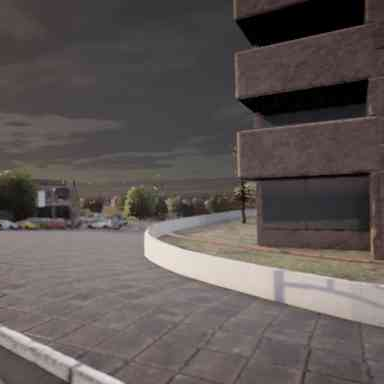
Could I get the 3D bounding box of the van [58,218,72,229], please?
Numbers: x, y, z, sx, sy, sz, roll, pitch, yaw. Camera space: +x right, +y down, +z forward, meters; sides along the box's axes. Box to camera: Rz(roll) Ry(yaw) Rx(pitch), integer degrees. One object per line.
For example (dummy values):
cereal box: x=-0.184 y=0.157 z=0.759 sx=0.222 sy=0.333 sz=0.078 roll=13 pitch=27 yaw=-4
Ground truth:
van: x=-24.370 y=5.628 z=58.859 sx=4.442 sy=1.987 sz=1.878 roll=0 pitch=-6 yaw=6

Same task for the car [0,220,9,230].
car: x=-29.671 y=4.734 z=47.961 sx=4.674 sy=1.452 sz=2.002 roll=0 pitch=-6 yaw=5

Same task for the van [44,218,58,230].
van: x=-25.668 y=5.338 z=56.138 sx=4.442 sy=1.987 sz=1.878 roll=-1 pitch=-6 yaw=6

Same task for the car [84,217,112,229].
car: x=-19.321 y=6.760 z=69.720 sx=5.566 sy=2.045 sz=2.435 roll=0 pitch=-6 yaw=6

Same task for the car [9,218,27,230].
car: x=-28.387 y=5.024 z=50.688 sx=4.674 sy=1.452 sz=2.002 roll=0 pitch=-6 yaw=5

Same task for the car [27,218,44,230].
car: x=-27.270 y=5.272 z=53.424 sx=5.366 sy=1.575 sz=1.946 roll=0 pitch=-6 yaw=5

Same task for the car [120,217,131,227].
car: x=-19.225 y=8.641 z=91.414 sx=2.163 sy=1.488 sz=4.792 roll=0 pitch=1 yaw=10

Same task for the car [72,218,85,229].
car: x=-23.182 y=6.143 z=61.552 sx=4.892 sy=1.521 sz=2.231 roll=-1 pitch=-6 yaw=6
